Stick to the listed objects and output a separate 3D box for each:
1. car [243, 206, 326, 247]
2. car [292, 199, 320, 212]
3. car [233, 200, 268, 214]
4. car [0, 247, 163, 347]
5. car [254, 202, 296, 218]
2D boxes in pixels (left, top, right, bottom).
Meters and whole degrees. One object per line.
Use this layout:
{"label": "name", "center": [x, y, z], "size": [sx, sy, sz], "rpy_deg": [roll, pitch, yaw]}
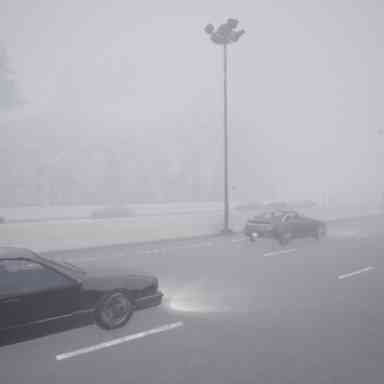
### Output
{"label": "car", "center": [4.580, 1.630, 15.979], "size": [4.902, 1.511, 2.128], "rpy_deg": [0, -1, -40]}
{"label": "car", "center": [16.115, 1.856, 46.861], "size": [1.882, 1.535, 5.008], "rpy_deg": [-1, -1, 42]}
{"label": "car", "center": [7.604, 1.877, 42.829], "size": [1.882, 1.535, 5.008], "rpy_deg": [-1, -1, 45]}
{"label": "car", "center": [-3.127, 1.630, 5.256], "size": [5.357, 1.411, 2.033], "rpy_deg": [0, -1, -38]}
{"label": "car", "center": [8.545, 1.805, 33.900], "size": [4.892, 1.490, 1.837], "rpy_deg": [1, -1, -44]}
